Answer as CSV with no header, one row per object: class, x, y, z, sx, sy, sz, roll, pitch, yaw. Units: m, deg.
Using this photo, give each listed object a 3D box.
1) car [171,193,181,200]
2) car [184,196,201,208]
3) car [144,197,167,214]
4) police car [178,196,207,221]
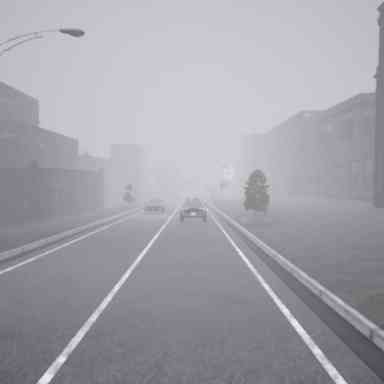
car,-3.442,1.028,74.348,1.837,1.490,4.892,0,0,0
car,0.051,1.247,43.511,2.163,1.488,4.792,0,0,0
car,-3.577,1.285,33.150,1.882,1.535,5.008,0,0,0
police car,0.094,1.362,25.853,2.038,1.542,4.974,0,0,0
